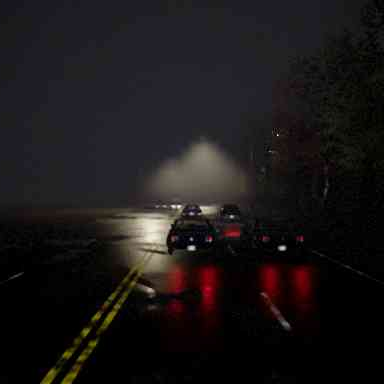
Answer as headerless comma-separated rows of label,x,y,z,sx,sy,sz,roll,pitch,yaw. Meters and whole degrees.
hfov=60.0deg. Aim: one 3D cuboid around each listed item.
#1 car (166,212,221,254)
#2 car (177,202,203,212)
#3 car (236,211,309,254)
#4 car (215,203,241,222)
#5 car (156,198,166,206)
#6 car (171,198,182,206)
car,-0.008,1.732,14.109,1.895,1.301,4.718,0,0,0
car,-0.019,1.812,28.992,2.033,1.411,5.357,0,0,0
car,3.235,1.726,14.108,1.895,1.301,4.718,-1,0,0
car,3.228,1.768,29.312,1.837,1.490,4.892,0,0,0
car,-6.548,2.075,70.988,1.882,1.535,5.008,0,0,0
car,-3.298,2.122,70.991,2.128,1.511,4.902,0,0,0
